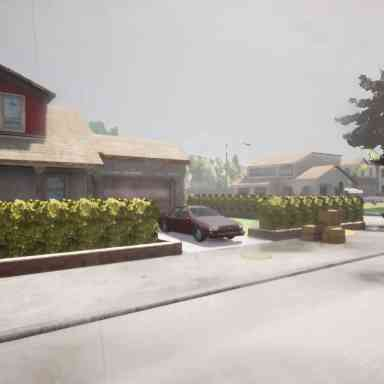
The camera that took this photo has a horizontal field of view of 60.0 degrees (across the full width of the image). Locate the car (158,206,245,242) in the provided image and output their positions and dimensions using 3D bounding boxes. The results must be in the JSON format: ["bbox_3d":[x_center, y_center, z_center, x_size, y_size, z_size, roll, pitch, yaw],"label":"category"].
[{"bbox_3d":[0.086,1.356,15.477,2.033,1.415,5.357,0,0,-33],"label":"car"}]
